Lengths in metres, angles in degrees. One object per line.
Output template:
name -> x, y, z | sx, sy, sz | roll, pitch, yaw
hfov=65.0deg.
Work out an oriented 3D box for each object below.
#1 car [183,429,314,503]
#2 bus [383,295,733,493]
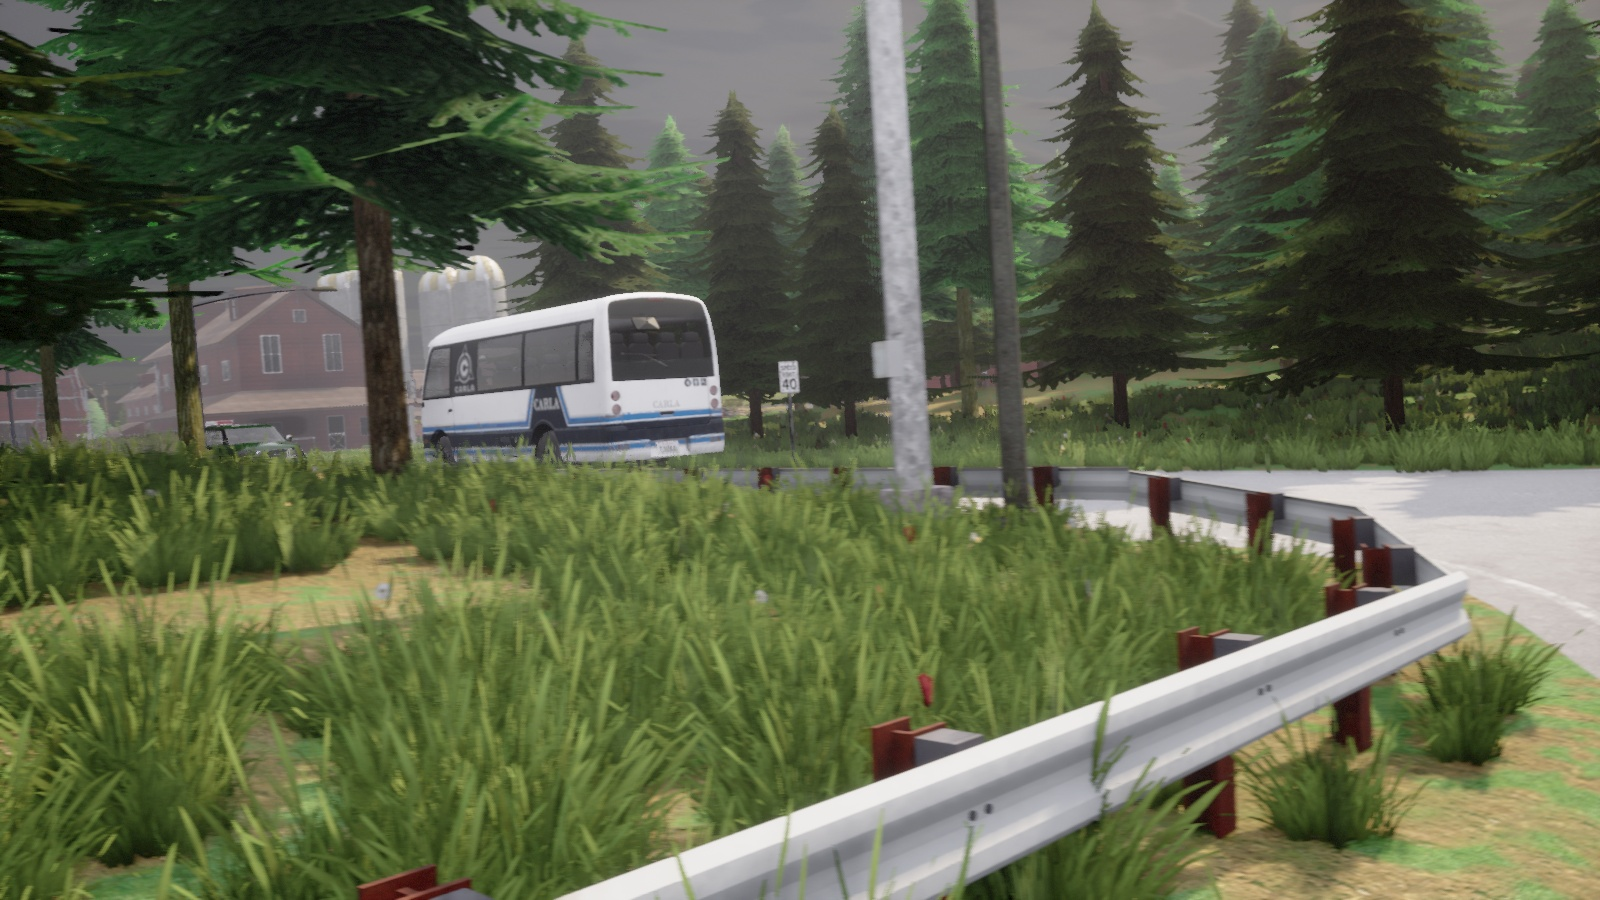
car -> -17.744, 0.548, 40.271 | 2.150, 2.045, 5.566 | -7, 3, -40
bus -> -6.593, -1.231, 32.401 | 3.944, 4.253, 10.273 | -7, 3, -40
